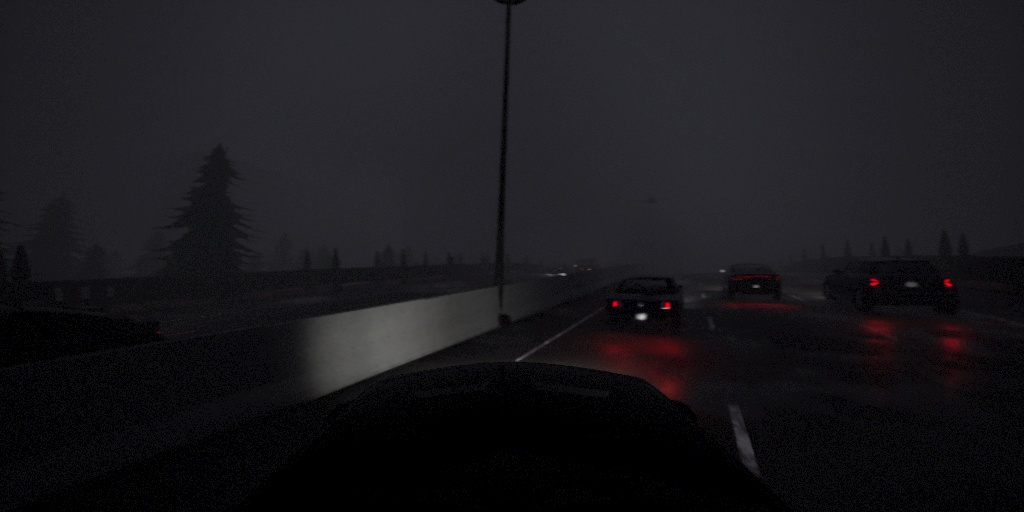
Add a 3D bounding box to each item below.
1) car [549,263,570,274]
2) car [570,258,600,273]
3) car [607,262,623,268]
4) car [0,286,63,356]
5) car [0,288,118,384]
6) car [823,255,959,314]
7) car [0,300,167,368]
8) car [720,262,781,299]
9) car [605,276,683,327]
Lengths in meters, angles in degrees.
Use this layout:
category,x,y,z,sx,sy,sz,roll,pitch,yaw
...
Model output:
category,x,y,z,sx,sy,sz,roll,pitch,yaw
car,6.411,1.621,46.977,1.812,1.442,4.674,-2,-3,27
car,9.530,1.295,45.399,2.150,2.045,5.566,-1,-3,27
car,12.670,1.451,43.847,1.812,1.442,4.674,-2,-3,27
car,-13.492,1.600,7.403,2.128,1.511,4.902,-2,0,27
car,-10.363,1.515,5.838,2.128,1.511,4.902,-2,0,27
car,12.731,0.849,12.473,2.097,1.767,4.553,-2,0,27
car,-7.296,1.444,4.147,1.837,1.490,4.892,-2,0,27
car,10.881,1.042,16.589,1.882,1.535,5.008,-2,0,27
car,4.381,1.296,11.410,1.895,1.301,4.718,-2,0,27
